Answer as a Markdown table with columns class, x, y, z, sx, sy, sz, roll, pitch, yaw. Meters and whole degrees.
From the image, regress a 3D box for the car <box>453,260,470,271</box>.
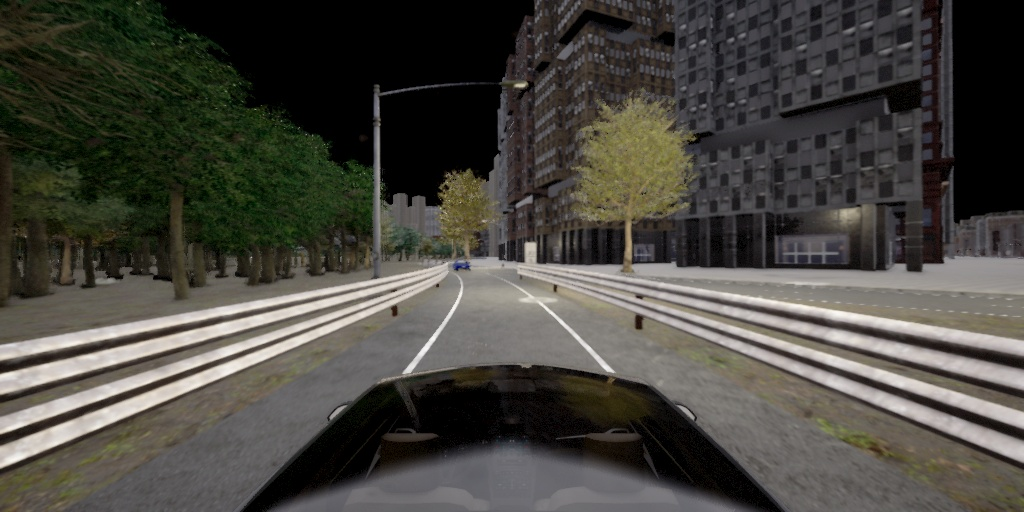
| class | x | y | z | sx | sy | sz | roll | pitch | yaw |
| --- | --- | --- | --- | --- | --- | --- | --- | --- | --- |
| car | -6.909 | 1.231 | 48.712 | 1.882 | 1.535 | 5.008 | 0 | 0 | -16 |
